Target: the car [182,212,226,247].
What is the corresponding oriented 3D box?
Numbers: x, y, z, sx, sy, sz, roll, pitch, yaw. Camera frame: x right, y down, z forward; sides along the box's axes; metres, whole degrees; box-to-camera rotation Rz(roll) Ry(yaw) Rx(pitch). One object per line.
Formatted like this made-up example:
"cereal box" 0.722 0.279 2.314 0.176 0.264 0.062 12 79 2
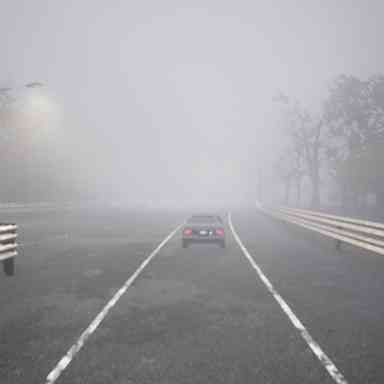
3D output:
"car" 0.580 1.635 15.380 2.033 1.411 5.357 0 0 3
